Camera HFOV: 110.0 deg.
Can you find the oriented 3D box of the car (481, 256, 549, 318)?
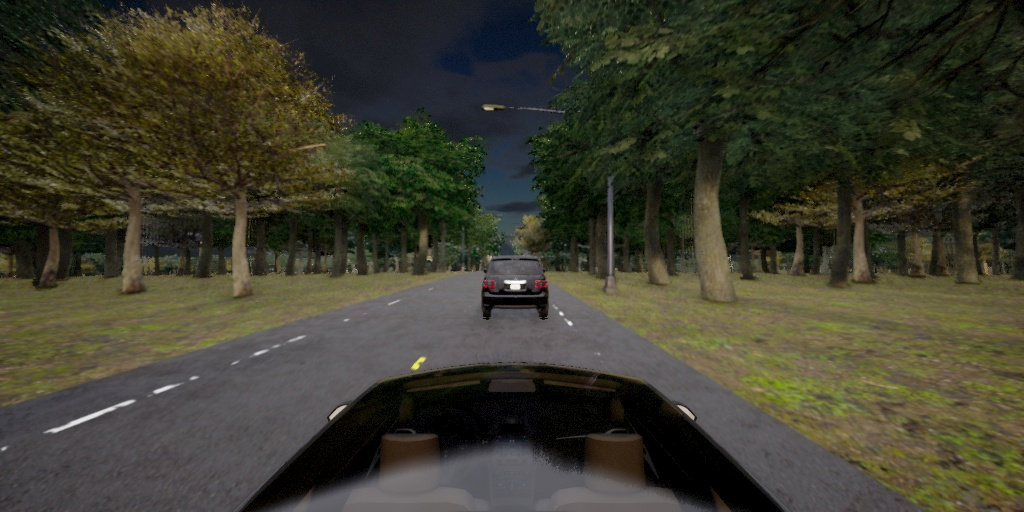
[{"bbox_3d":[0.097,1.024,13.288,2.150,2.045,5.566,0,0,0],"label":"car"}]
